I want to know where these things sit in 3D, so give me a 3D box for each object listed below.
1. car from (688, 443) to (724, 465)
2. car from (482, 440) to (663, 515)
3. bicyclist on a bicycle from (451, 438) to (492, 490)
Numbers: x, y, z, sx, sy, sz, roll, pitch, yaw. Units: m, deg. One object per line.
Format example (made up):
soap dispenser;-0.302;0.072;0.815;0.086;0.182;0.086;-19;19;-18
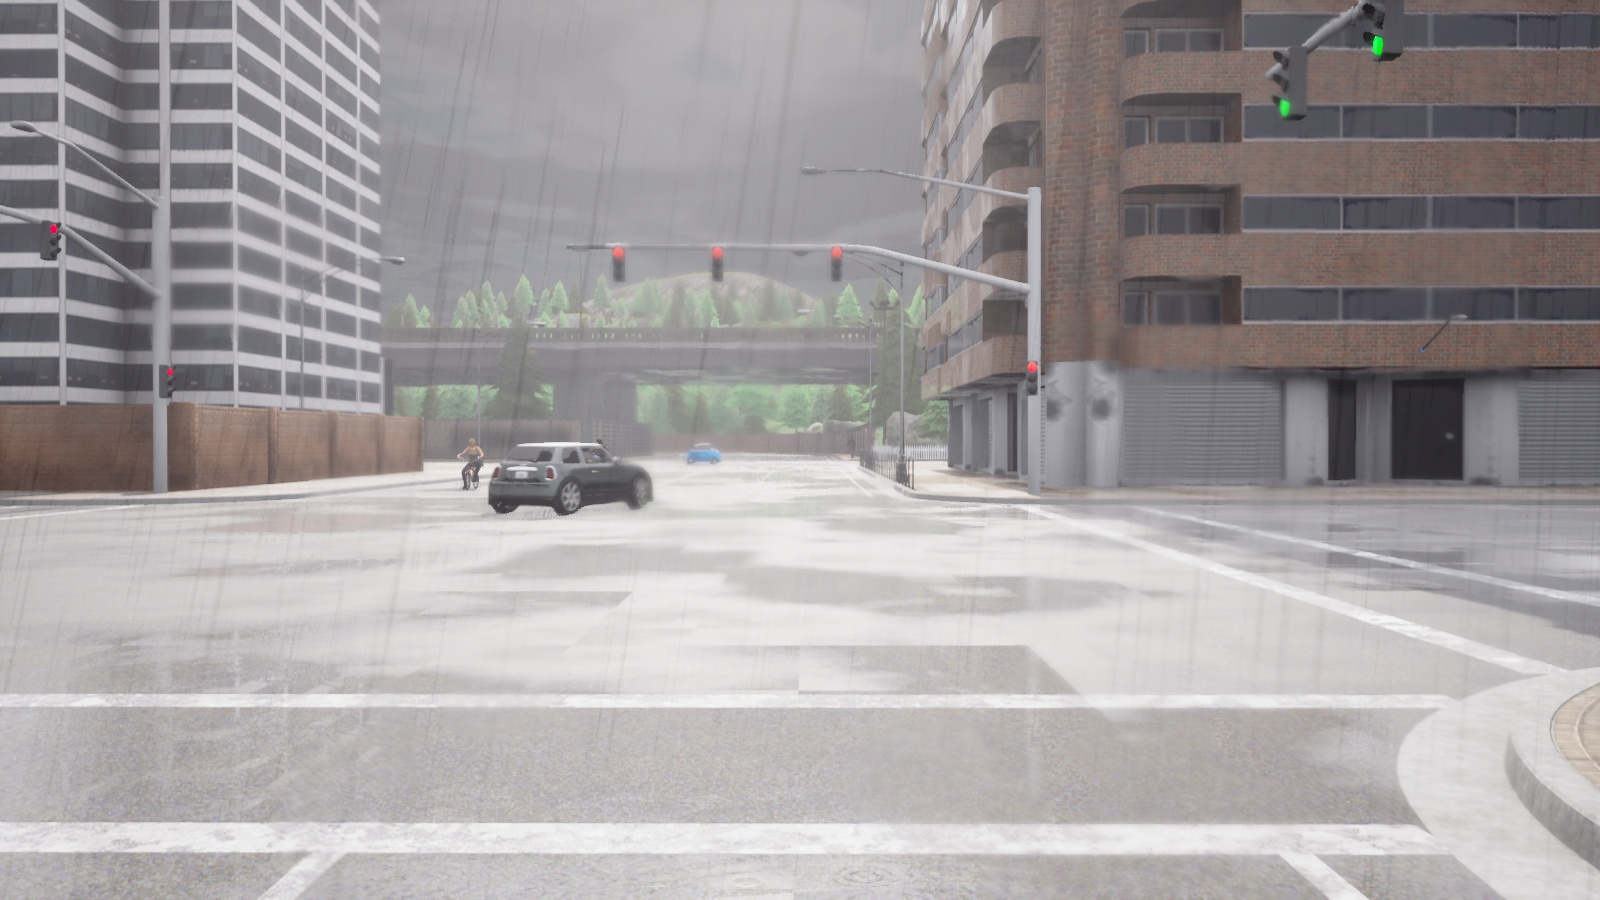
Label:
car;-6.043;0.257;80.643;2.207;1.376;1.481;0;0;0
car;-4.793;0.536;26.977;1.970;1.475;3.806;0;0;26
bicyclist on a bicycle;-10.263;0.424;39.234;0.866;1.612;1.509;0;0;1
